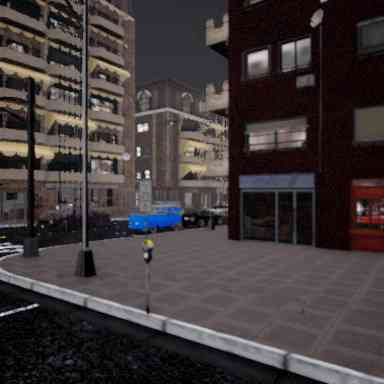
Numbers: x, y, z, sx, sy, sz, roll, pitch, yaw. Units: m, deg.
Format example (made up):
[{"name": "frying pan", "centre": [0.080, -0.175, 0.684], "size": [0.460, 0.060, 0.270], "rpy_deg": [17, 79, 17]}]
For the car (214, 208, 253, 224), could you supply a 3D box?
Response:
[{"name": "car", "centre": [3.953, 2.183, 31.150], "size": [1.802, 1.307, 4.206], "rpy_deg": [-1, -2, 35]}]

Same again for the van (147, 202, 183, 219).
[{"name": "van", "centre": [-2.884, 1.942, 35.946], "size": [1.690, 1.788, 3.998], "rpy_deg": [-1, -2, 35]}]

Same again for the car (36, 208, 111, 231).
[{"name": "car", "centre": [-8.293, 1.896, 23.860], "size": [2.033, 1.411, 5.357], "rpy_deg": [0, -1, 32]}]

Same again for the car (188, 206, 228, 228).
[{"name": "car", "centre": [0.747, 2.060, 26.634], "size": [1.947, 1.339, 4.313], "rpy_deg": [-1, -2, 35]}]

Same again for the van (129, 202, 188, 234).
[{"name": "van", "centre": [-2.323, 1.728, 22.025], "size": [1.690, 1.788, 3.998], "rpy_deg": [-1, -2, 35]}]
